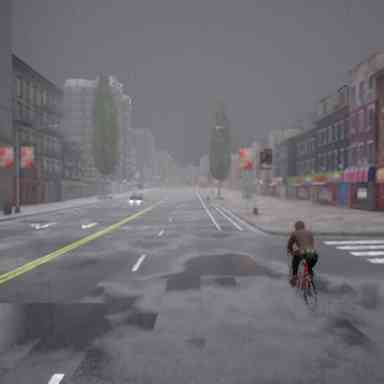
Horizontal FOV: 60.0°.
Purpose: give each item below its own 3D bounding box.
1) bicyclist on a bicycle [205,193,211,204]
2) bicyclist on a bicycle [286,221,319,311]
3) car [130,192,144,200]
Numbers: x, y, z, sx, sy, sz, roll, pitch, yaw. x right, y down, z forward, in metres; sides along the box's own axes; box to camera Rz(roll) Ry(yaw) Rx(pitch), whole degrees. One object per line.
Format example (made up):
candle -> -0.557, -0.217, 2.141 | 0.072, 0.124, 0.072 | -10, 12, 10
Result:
bicyclist on a bicycle -> 2.258, 0.892, 46.726 | 0.866, 1.612, 1.509 | 0, 1, 0
bicyclist on a bicycle -> 2.246, 1.430, 6.802 | 0.582, 1.620, 1.656 | 0, 1, 0
car -> -9.765, 0.742, 59.249 | 1.994, 1.385, 4.181 | 0, 1, 0
